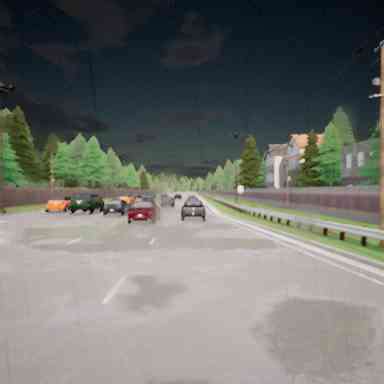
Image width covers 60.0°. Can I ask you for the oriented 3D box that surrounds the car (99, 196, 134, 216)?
[{"bbox_3d":[-6.910,1.403,30.941,1.812,1.442,4.674,0,0,0],"label":"car"}]

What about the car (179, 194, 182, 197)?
[{"bbox_3d":[-3.492,1.174,82.565,1.837,1.490,4.892,0,0,0],"label":"car"}]

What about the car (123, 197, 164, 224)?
[{"bbox_3d":[-3.398,1.382,24.228,1.882,1.535,5.008,0,0,0],"label":"car"}]

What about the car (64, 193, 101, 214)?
[{"bbox_3d":[-10.396,1.089,33.295,2.150,2.045,5.566,0,0,0],"label":"car"}]

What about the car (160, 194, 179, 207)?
[{"bbox_3d":[-3.395,1.361,47.117,2.033,1.411,5.357,0,0,0],"label":"car"}]

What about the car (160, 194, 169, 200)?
[{"bbox_3d":[-6.992,1.169,83.815,1.837,1.490,4.892,0,0,0],"label":"car"}]

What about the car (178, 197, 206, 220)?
[{"bbox_3d":[0.102,1.386,26.709,2.128,1.511,4.902,0,0,0],"label":"car"}]

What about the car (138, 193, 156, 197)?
[{"bbox_3d":[-6.893,1.296,52.777,1.837,1.490,4.892,0,0,0],"label":"car"}]

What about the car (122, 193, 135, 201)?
[{"bbox_3d":[-13.993,1.056,73.786,2.097,1.767,4.553,0,0,0],"label":"car"}]

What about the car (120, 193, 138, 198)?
[{"bbox_3d":[-10.394,1.144,52.489,2.097,1.767,4.553,0,0,0],"label":"car"}]

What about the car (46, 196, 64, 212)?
[{"bbox_3d":[-13.897,1.209,35.940,2.097,1.767,4.553,0,0,0],"label":"car"}]

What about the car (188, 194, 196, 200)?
[{"bbox_3d":[0.008,1.267,83.012,1.895,1.301,4.718,0,0,0],"label":"car"}]

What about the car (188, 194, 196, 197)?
[{"bbox_3d":[0.105,1.361,47.198,2.033,1.411,5.357,0,0,0],"label":"car"}]
